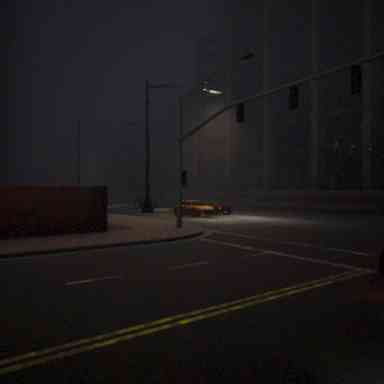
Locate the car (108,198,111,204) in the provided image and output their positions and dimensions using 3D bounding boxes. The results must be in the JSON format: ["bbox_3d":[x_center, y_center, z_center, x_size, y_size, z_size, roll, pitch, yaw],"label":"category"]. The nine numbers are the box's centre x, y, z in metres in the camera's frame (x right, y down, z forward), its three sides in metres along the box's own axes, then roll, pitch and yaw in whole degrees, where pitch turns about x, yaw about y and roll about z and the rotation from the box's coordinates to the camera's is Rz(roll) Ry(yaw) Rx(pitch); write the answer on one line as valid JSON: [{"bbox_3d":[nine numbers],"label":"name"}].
[{"bbox_3d":[-16.422,1.438,60.700,2.097,1.767,4.553,0,0,-35],"label":"car"}]

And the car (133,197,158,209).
[{"bbox_3d":[-6.566,1.539,46.445,1.837,1.490,4.892,0,0,-35],"label":"car"}]

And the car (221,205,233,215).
[{"bbox_3d":[2.042,1.634,34.129,1.895,1.301,4.718,0,0,-35],"label":"car"}]

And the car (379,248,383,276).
[{"bbox_3d":[6.817,1.581,9.088,4.181,1.385,1.994,0,0,-41],"label":"car"}]

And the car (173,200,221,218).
[{"bbox_3d":[0.112,1.505,30.792,1.882,1.535,5.008,0,0,-35],"label":"car"}]
